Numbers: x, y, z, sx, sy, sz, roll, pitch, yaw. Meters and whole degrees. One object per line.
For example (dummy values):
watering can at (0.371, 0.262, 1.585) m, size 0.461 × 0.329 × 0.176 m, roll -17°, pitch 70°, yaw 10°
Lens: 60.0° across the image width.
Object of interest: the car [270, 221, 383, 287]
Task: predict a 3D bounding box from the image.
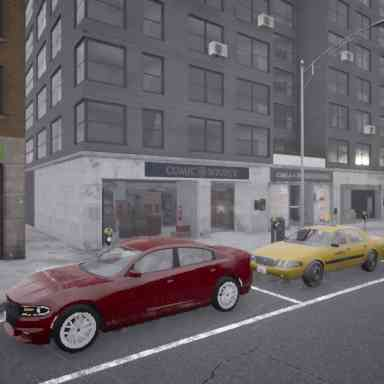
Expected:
car at (3.626, 1.525, 9.302) m, size 4.829 × 1.417 × 1.752 m, roll 0°, pitch 0°, yaw -35°

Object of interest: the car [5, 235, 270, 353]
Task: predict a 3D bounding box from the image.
car at (-0.867, 1.545, 6.132) m, size 4.507 × 1.381 × 1.887 m, roll 0°, pitch 0°, yaw -35°
